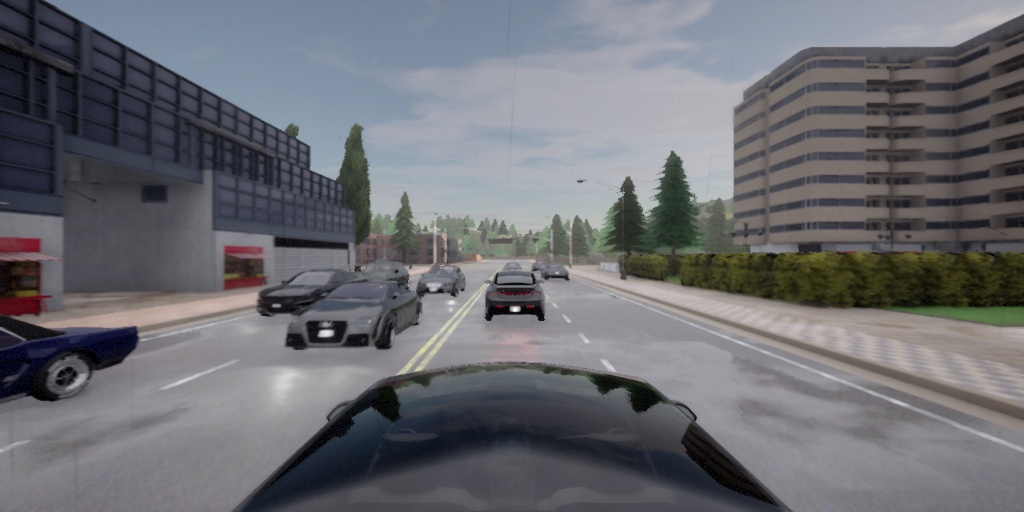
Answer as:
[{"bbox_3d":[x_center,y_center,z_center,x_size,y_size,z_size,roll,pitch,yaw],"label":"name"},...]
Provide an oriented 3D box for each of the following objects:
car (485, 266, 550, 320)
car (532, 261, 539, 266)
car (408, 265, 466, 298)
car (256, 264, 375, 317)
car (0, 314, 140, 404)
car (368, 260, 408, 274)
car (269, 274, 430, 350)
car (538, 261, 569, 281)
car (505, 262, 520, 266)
[{"bbox_3d":[0.094,1.252,12.568,1.837,1.490,4.892,0,0,0],"label":"car"},{"bbox_3d":[3.561,1.301,45.676,1.994,1.385,4.181,0,0,0],"label":"car"},{"bbox_3d":[-3.521,1.240,18.610,2.128,1.511,4.902,0,0,0],"label":"car"},{"bbox_3d":[-7.106,1.228,13.318,1.882,1.535,5.008,0,0,0],"label":"car"},{"bbox_3d":[-7.100,1.354,3.661,1.895,1.301,4.718,0,0,0],"label":"car"},{"bbox_3d":[-7.014,1.100,19.285,2.097,1.767,4.553,0,0,0],"label":"car"},{"bbox_3d":[-3.602,1.314,8.944,1.994,1.385,4.181,0,0,0],"label":"car"},{"bbox_3d":[3.575,1.305,30.311,1.994,1.385,4.181,0,0,0],"label":"car"},{"bbox_3d":[0.059,1.289,34.069,2.033,1.411,5.357,0,0,0],"label":"car"}]
